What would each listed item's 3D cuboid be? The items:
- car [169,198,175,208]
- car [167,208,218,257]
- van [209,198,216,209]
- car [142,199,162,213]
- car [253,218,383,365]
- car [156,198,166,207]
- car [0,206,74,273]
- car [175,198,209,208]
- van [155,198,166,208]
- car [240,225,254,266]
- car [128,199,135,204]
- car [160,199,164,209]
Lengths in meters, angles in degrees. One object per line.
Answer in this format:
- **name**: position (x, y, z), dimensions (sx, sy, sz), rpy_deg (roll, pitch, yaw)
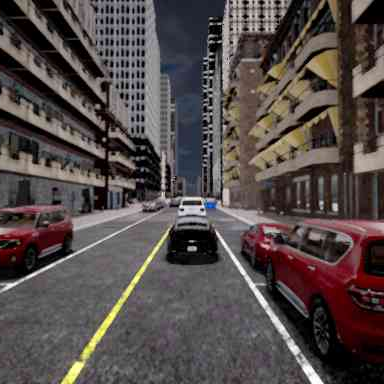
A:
- **car**: position (-3.039, 2.186, 60.147), dimensions (1.994, 1.385, 4.181), rpy_deg (0, -1, 0)
- **car**: position (0.023, 1.650, 13.535), dimensions (1.837, 1.490, 4.892), rpy_deg (0, 0, 0)
- **van**: position (2.714, 1.861, 50.211), dimensions (1.690, 1.788, 3.998), rpy_deg (1, -1, 0)
- **car**: position (-5.638, 2.014, 44.617), dimensions (2.008, 1.369, 4.403), rpy_deg (1, -1, 0)
- **car**: position (2.709, 1.378, 5.891), dimensions (2.192, 1.841, 5.009), rpy_deg (1, -1, 0)
- **car**: position (-5.637, 2.142, 55.696), dimensions (1.947, 1.339, 4.313), rpy_deg (1, -1, 0)
- **car**: position (-5.671, 1.435, 11.379), dimensions (2.192, 1.841, 5.009), rpy_deg (1, -1, 0)
- **car**: position (0.016, 1.512, 27.603), dimensions (2.150, 2.045, 5.566), rpy_deg (0, 0, 0)
- **van**: position (-5.802, 1.974, 61.240), dimensions (1.690, 1.788, 3.998), rpy_deg (1, -1, 0)
- **car**: position (2.705, 1.703, 11.428), dimensions (1.802, 1.307, 4.206), rpy_deg (1, -1, 0)
- **car**: position (-16.481, 2.363, 83.884), dimensions (4.097, 1.590, 1.967), rpy_deg (0, -2, 0)
- **car**: position (-5.638, 2.102, 50.157), dimensions (1.802, 1.307, 4.206), rpy_deg (1, -1, 0)
